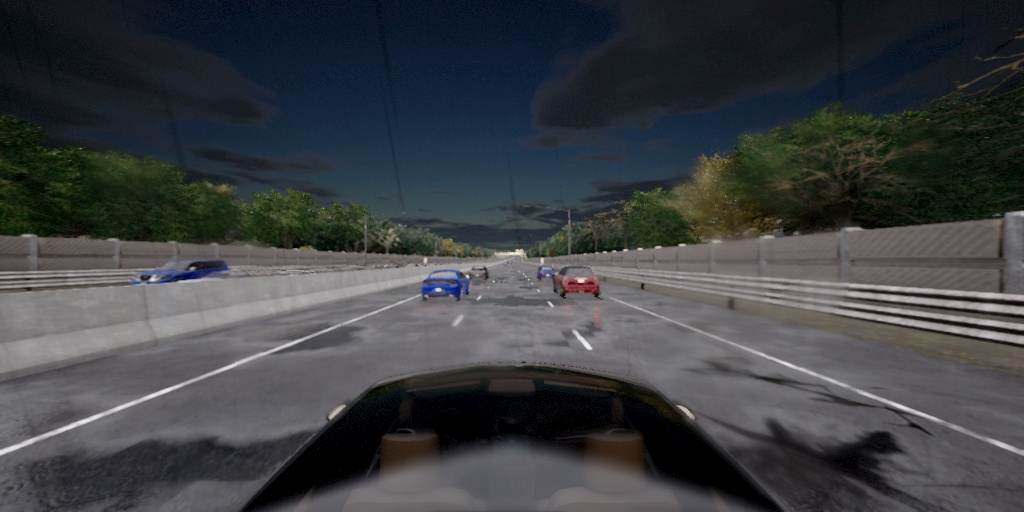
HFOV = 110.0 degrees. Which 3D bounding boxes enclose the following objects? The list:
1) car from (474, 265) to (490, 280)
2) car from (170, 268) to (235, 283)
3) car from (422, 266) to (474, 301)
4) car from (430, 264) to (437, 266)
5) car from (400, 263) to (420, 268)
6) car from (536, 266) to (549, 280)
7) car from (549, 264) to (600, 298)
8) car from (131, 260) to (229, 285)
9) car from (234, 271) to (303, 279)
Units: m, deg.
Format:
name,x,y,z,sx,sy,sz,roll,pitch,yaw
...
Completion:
name,x,y,z,sx,sy,sz,roll,pitch,yaw
car,-3.395,1.729,37.512,2.128,1.511,4.902,0,-1,0
car,-17.598,1.622,21.966,1.895,1.301,4.718,0,-1,0
car,-3.401,1.462,19.137,1.882,1.535,5.008,0,-1,0
car,-14.019,2.161,62.912,1.994,1.385,4.181,0,-1,1
car,-17.513,2.074,62.823,1.882,1.535,5.008,0,-1,1
car,3.606,1.774,38.190,1.812,1.442,4.674,0,-1,0
car,3.601,1.359,20.802,2.097,1.767,4.553,0,-1,0
car,-21.096,1.260,23.301,2.150,2.045,5.566,0,-1,0
car,-14.098,1.622,21.974,1.895,1.301,4.718,0,-1,0
